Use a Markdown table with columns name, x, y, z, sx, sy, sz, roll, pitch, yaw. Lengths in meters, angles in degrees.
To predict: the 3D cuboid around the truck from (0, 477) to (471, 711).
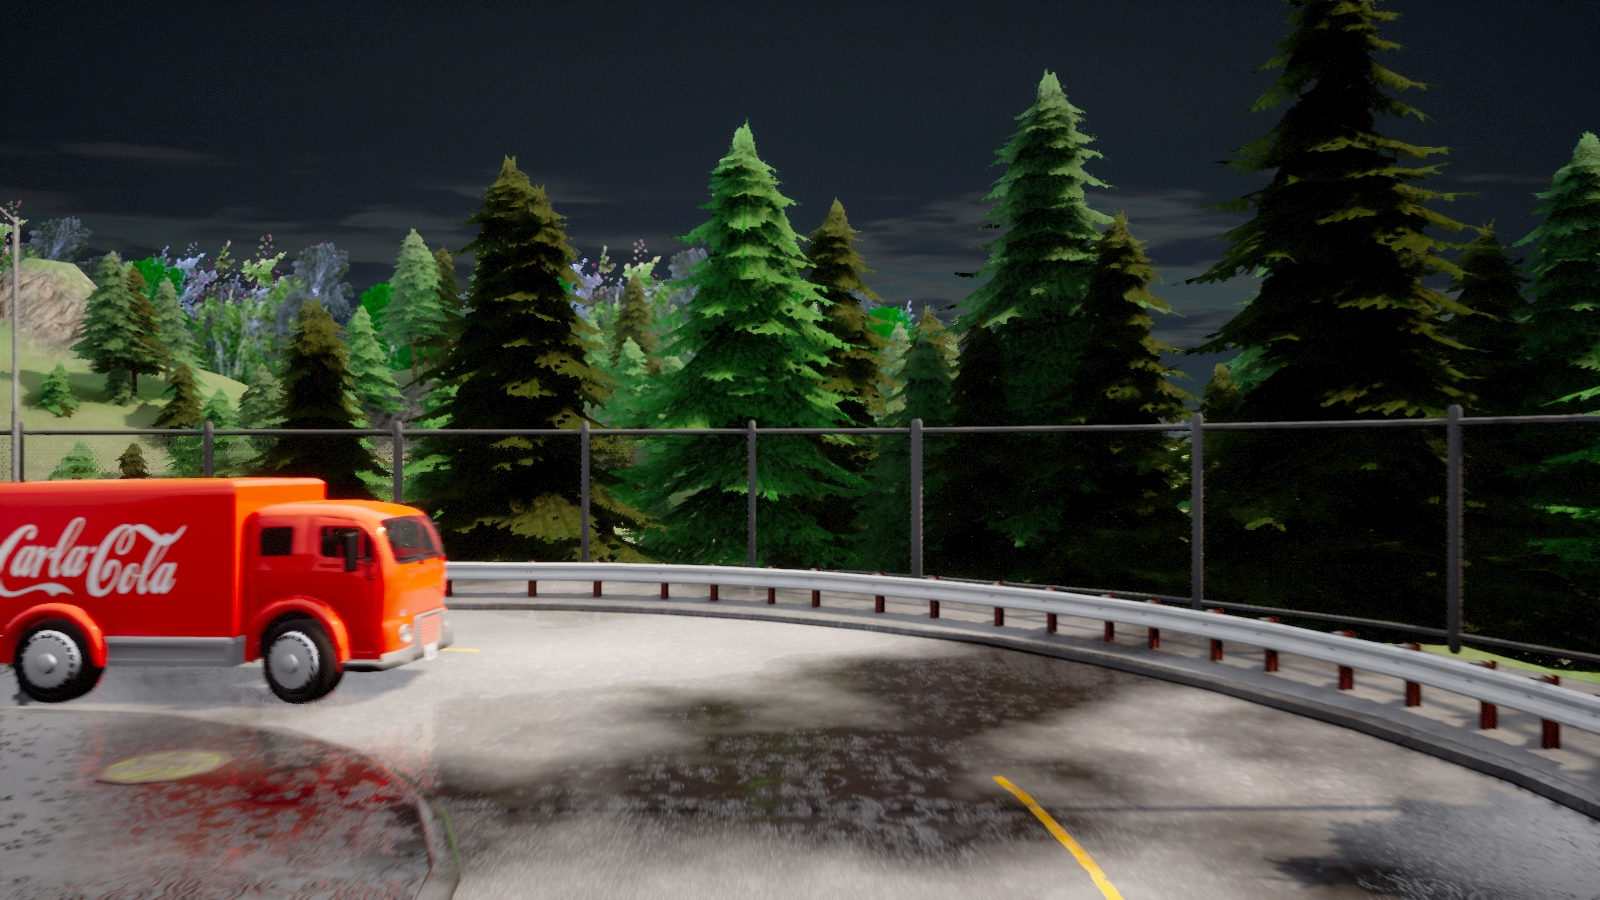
| name | x | y | z | sx | sy | sz | roll | pitch | yaw |
| --- | --- | --- | --- | --- | --- | --- | --- | --- | --- |
| truck | -6.958 | 1.573 | 13.689 | 5.204 | 2.467 | 2.627 | 0 | -1 | 4 |
